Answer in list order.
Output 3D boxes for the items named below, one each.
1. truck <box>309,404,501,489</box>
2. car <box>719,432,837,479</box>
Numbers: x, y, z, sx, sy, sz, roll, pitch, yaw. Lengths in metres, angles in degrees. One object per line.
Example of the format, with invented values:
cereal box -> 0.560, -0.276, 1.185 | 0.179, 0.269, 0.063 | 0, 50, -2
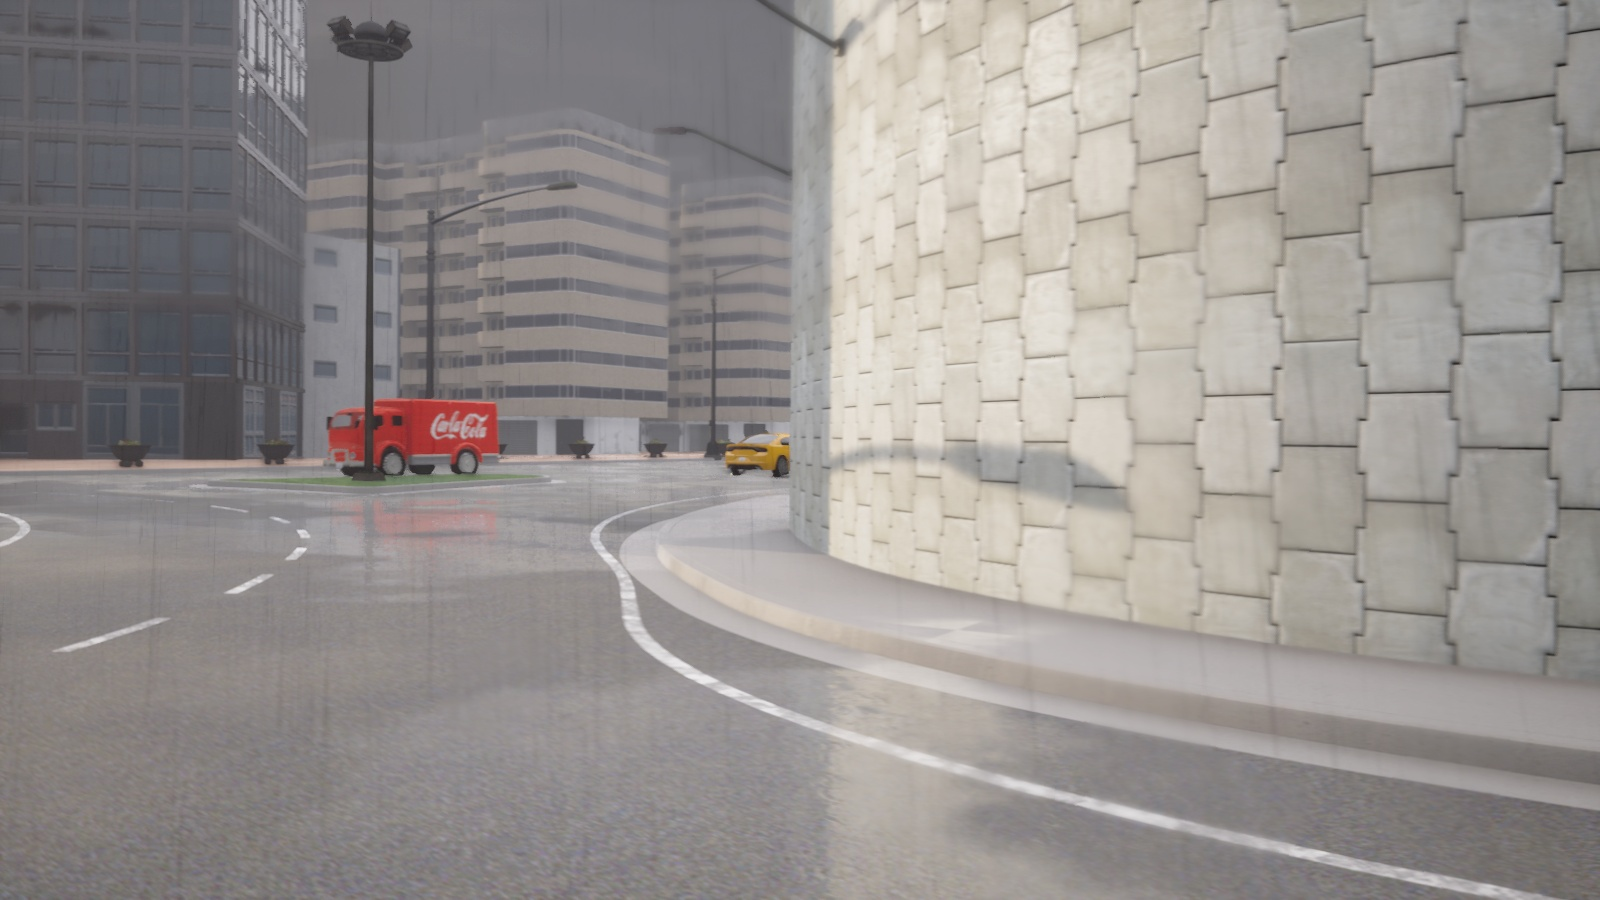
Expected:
truck -> -12.343, -0.146, 39.578 | 2.627, 2.467, 5.204 | 0, 1, 35
car -> -0.699, 0.160, 44.543 | 1.882, 1.535, 5.008 | 0, 1, 30
